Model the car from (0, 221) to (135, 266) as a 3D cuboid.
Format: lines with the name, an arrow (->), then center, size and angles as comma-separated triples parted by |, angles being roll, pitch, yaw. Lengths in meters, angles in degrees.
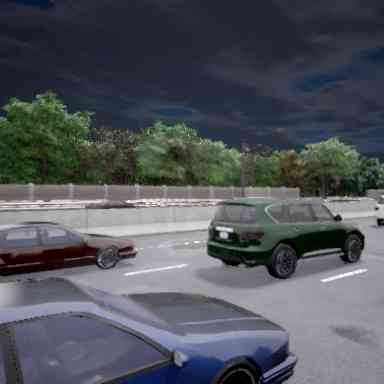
car -> -4.270, 1.543, 9.298 | 5.357, 1.411, 2.033 | 0, 0, -36

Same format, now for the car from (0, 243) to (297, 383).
car -> -1.465, 1.546, 2.823 | 5.357, 1.411, 2.033 | 0, 0, -36

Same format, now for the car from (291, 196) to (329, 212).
car -> 14.147, 1.411, 39.832 | 4.553, 1.767, 2.097 | 0, 0, -35

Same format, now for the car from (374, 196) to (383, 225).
car -> 14.714, 1.254, 22.839 | 5.566, 2.045, 2.150 | 0, 0, -36

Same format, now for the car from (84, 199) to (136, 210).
car -> -8.011, 1.473, 32.669 | 5.008, 1.535, 1.882 | 0, 0, -35

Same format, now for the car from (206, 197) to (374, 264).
car -> 3.012, 1.212, 10.193 | 5.566, 2.045, 2.150 | 0, 0, -35
